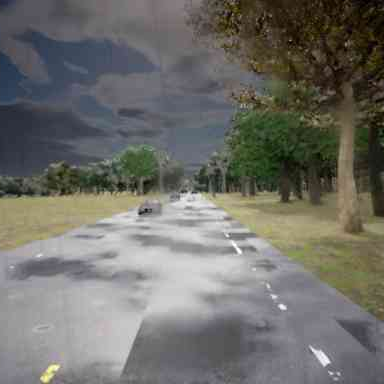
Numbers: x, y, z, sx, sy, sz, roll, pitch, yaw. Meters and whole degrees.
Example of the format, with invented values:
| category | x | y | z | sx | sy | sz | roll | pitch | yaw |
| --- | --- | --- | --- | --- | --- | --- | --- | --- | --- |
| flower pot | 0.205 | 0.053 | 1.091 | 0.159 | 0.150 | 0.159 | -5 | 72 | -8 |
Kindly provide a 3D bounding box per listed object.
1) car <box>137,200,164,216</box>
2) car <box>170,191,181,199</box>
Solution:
| category | x | y | z | sx | sy | sz | roll | pitch | yaw |
| --- | --- | --- | --- | --- | --- | --- | --- | --- | --- |
| car | -3.602 | 1.371 | 29.570 | 1.994 | 1.385 | 4.181 | 0 | 1 | 0 |
| car | -3.519 | 0.635 | 70.220 | 2.097 | 1.767 | 4.553 | 0 | 1 | 0 |
